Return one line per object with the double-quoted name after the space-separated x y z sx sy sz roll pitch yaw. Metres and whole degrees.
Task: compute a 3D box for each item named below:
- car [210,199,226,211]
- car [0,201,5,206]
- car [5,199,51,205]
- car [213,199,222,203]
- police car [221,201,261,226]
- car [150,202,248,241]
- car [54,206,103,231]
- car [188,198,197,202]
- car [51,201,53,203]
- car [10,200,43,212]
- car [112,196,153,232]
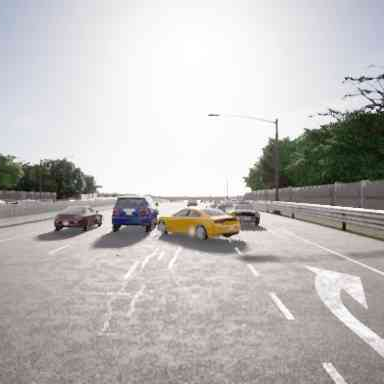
3.557 1.756 46.173 1.801 1.575 5.366 0 -1 0 "car"
-27.998 1.834 46.733 1.812 1.442 4.674 0 -1 1 "car"
-17.552 1.634 35.852 1.882 1.535 5.008 0 -1 0 "car"
3.543 1.652 35.000 2.163 1.488 4.792 0 -1 0 "car"
3.530 1.555 23.956 2.038 1.542 4.974 0 0 0 "police car"
0.181 1.493 16.942 1.882 1.535 5.008 0 0 -41 "car"
-6.874 1.555 20.443 1.812 1.442 4.674 0 0 0 "car"
0.107 2.137 59.530 1.895 1.301 4.718 0 -1 1 "car"
-24.441 1.952 54.599 1.837 1.490 4.892 0 2 0 "car"
-21.030 1.768 42.457 1.812 1.442 4.674 0 -1 0 "car"
-3.374 1.251 20.500 2.150 2.045 5.566 0 0 0 "car"
